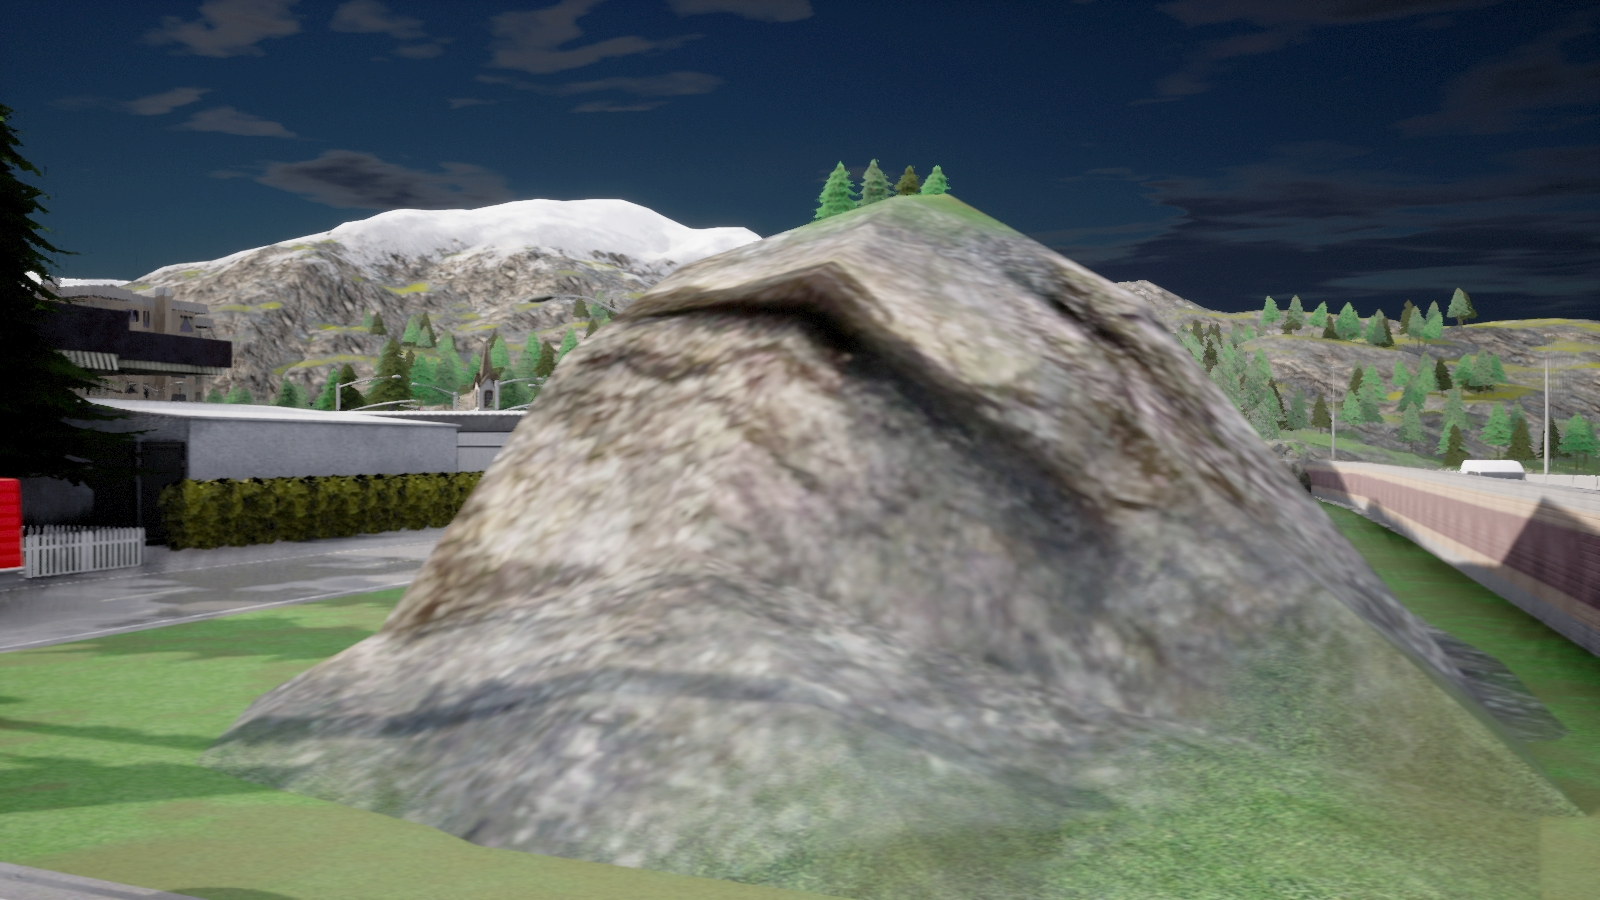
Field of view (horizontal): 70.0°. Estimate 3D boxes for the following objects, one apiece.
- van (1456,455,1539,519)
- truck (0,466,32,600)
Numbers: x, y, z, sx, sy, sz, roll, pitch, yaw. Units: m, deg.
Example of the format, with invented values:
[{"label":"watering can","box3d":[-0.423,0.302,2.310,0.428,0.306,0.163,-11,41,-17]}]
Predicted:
[{"label":"van","box3d":[30.490,1.534,50.104,1.988,2.561,5.915,0,0,20]},{"label":"truck","box3d":[-16.745,1.554,19.751,2.627,2.467,5.204,0,1,20]}]
